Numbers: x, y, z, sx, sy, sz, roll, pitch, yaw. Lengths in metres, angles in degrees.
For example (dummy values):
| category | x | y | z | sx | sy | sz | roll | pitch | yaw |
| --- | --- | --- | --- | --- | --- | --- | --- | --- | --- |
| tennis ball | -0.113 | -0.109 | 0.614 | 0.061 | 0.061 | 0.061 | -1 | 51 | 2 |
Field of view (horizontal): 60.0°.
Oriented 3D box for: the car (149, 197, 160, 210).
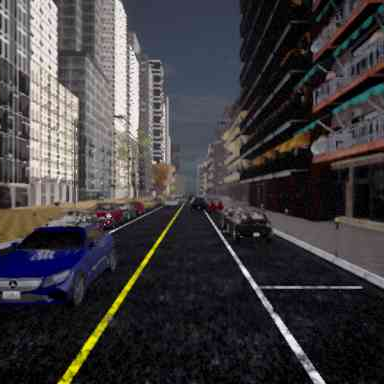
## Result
| category | x | y | z | sx | sy | sz | roll | pitch | yaw |
| --- | --- | --- | --- | --- | --- | --- | --- | --- | --- |
| car | -5.709 | 1.492 | 43.523 | 1.752 | 1.417 | 4.829 | 0 | 0 | 0 |

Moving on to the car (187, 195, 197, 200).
| category | x | y | z | sx | sy | sz | roll | pitch | yaw |
| --- | --- | --- | --- | --- | --- | --- | --- | --- | --- |
| car | -0.004 | 1.381 | 87.950 | 1.895 | 1.301 | 4.718 | 0 | 0 | 8 |

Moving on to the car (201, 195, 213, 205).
| category | x | y | z | sx | sy | sz | roll | pitch | yaw |
| --- | --- | --- | --- | --- | --- | --- | --- | --- | --- |
| car | 2.664 | 1.406 | 60.294 | 1.967 | 1.590 | 4.097 | 0 | 0 | 0 |

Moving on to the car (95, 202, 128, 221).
| category | x | y | z | sx | sy | sz | roll | pitch | yaw |
| --- | --- | --- | --- | --- | --- | --- | --- | --- | --- |
| car | -5.699 | 1.419 | 21.563 | 1.967 | 1.590 | 4.097 | 0 | 0 | 0 |

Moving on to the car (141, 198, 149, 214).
| category | x | y | z | sx | sy | sz | roll | pitch | yaw |
| --- | --- | --- | --- | --- | --- | --- | --- | --- | --- |
| car | -5.704 | 1.516 | 32.627 | 1.887 | 1.381 | 4.507 | 0 | 0 | 0 |

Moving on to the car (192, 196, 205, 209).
| category | x | y | z | sx | sy | sz | roll | pitch | yaw |
| --- | --- | --- | --- | --- | --- | --- | --- | --- | --- |
| car | 0.881 | 1.422 | 47.021 | 1.801 | 1.575 | 5.366 | 0 | 0 | 0 |

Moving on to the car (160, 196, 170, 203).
| category | x | y | z | sx | sy | sz | roll | pitch | yaw |
| --- | --- | --- | --- | --- | --- | --- | --- | --- | --- |
| car | -5.720 | 1.490 | 71.186 | 1.752 | 1.417 | 4.829 | 0 | 0 | 0 |

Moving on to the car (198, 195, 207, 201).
| category | x | y | z | sx | sy | sz | roll | pitch | yaw |
| --- | --- | --- | --- | --- | --- | --- | --- | --- | --- |
| car | 2.655 | 1.520 | 82.425 | 2.008 | 1.369 | 4.403 | 0 | 0 | 0 |

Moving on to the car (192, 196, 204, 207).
| category | x | y | z | sx | sy | sz | roll | pitch | yaw |
| --- | --- | --- | --- | --- | --- | --- | --- | --- | --- |
| car | 0.878 | 1.444 | 52.832 | 1.882 | 1.535 | 5.008 | 0 | 0 | 0 |

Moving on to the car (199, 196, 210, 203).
| category | x | y | z | sx | sy | sz | roll | pitch | yaw |
| --- | --- | --- | --- | --- | --- | --- | --- | --- | --- |
| car | 2.660 | 1.516 | 71.359 | 2.008 | 1.369 | 4.403 | 0 | 0 | 0 |

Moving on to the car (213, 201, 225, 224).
| category | x | y | z | sx | sy | sz | roll | pitch | yaw |
| --- | --- | --- | --- | --- | --- | --- | --- | --- | --- |
| car | 2.681 | 1.531 | 21.566 | 2.008 | 1.369 | 4.403 | 0 | 0 | 0 |

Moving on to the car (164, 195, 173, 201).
| category | x | y | z | sx | sy | sz | roll | pitch | yaw |
| --- | --- | --- | --- | --- | --- | --- | --- | --- | --- |
| car | -5.725 | 1.513 | 82.421 | 1.887 | 1.381 | 4.507 | 0 | 0 | 0 |

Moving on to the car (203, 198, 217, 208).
| category | x | y | z | sx | sy | sz | roll | pitch | yaw |
| --- | --- | --- | --- | --- | --- | --- | --- | --- | --- |
| car | 2.669 | 1.548 | 49.229 | 1.802 | 1.307 | 4.206 | 0 | 0 | 0 |

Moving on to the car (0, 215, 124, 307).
| category | x | y | z | sx | sy | sz | roll | pitch | yaw |
| --- | --- | --- | --- | --- | --- | --- | --- | --- | --- |
| car | -3.104 | 1.517 | 8.059 | 1.812 | 1.442 | 4.674 | 0 | 0 | 0 |

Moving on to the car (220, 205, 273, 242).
| category | x | y | z | sx | sy | sz | roll | pitch | yaw |
| --- | --- | --- | --- | --- | --- | --- | --- | --- | --- |
| car | 2.683 | 1.535 | 16.033 | 2.008 | 1.369 | 4.403 | 0 | 0 | 0 |

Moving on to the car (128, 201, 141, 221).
| category | x | y | z | sx | sy | sz | roll | pitch | yaw |
| --- | --- | --- | --- | --- | --- | --- | --- | --- | --- |
| car | -5.702 | 1.526 | 27.095 | 2.008 | 1.369 | 4.403 | 0 | 0 | 0 |

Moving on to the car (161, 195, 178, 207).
| category | x | y | z | sx | sy | sz | roll | pitch | yaw |
| --- | --- | --- | --- | --- | --- | --- | --- | --- | --- |
| car | -3.095 | 1.567 | 49.460 | 1.895 | 1.301 | 4.718 | 0 | 0 | 0 |

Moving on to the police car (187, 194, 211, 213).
| category | x | y | z | sx | sy | sz | roll | pitch | yaw |
| --- | --- | --- | --- | --- | --- | --- | --- | --- | --- |
| police car | 0.793 | 1.395 | 36.966 | 1.930 | 1.638 | 5.238 | 0 | 0 | 2 |

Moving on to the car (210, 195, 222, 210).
| category | x | y | z | sx | sy | sz | roll | pitch | yaw |
| --- | --- | --- | --- | --- | --- | --- | --- | --- | --- |
| car | 2.674 | 1.409 | 38.163 | 1.967 | 1.590 | 4.097 | 0 | 0 | 0 |

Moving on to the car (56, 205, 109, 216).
| category | x | y | z | sx | sy | sz | roll | pitch | yaw |
| --- | --- | --- | --- | --- | --- | --- | --- | --- | --- |
| car | -5.697 | 1.535 | 16.030 | 2.008 | 1.369 | 4.403 | 0 | 0 | 0 |
